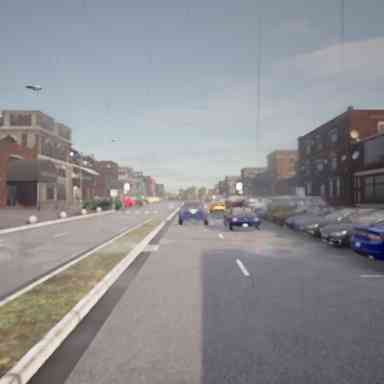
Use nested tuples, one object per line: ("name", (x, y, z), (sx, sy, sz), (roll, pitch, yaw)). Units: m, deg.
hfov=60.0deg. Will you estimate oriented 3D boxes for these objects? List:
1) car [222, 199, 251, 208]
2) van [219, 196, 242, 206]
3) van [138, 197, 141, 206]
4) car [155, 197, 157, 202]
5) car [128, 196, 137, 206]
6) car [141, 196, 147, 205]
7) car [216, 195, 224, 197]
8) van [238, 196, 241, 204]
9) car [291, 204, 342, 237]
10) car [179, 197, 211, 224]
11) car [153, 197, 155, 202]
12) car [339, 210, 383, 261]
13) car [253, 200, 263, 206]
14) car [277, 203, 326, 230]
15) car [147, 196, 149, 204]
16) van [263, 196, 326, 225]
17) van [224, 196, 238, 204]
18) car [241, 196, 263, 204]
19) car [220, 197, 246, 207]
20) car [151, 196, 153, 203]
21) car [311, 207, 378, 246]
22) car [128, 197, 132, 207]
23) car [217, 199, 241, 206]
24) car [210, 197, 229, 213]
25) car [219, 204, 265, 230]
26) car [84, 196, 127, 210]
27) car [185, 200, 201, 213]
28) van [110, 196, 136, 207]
("car", (7.616, 2.001, 57.244), (4.792, 1.488, 2.163), (0, -1, 0))
("van", (7.529, 1.823, 65.521), (4.442, 1.987, 1.878), (0, -1, 0))
("van", (-12.983, 1.822, 65.530), (4.442, 1.987, 1.878), (0, 0, 0))
("car", (-13.000, 2.207, 90.665), (5.366, 1.575, 1.946), (0, 0, 0))
("car", (-12.925, 1.719, 57.194), (5.566, 2.045, 2.435), (0, -1, 0))
("car", (-12.829, 1.819, 68.429), (5.566, 2.045, 2.435), (0, 0, 0))
("car", (7.617, 1.747, 60.004), (5.566, 2.045, 2.435), (0, -1, 0))
("van", (7.527, 1.467, 35.185), (4.442, 1.987, 1.878), (0, -1, 0))
("car", (7.649, 1.504, 15.889), (4.892, 1.521, 2.231), (0, 0, 0))
("car", (0.099, 1.447, 25.408), (2.097, 1.767, 4.553), (0, -1, 0))
("car", (-12.831, 2.172, 85.108), (5.008, 1.535, 2.097), (0, 0, 0))
("car", (7.637, 1.481, 10.377), (5.008, 1.535, 2.097), (0, 0, 0))
("car", (7.646, 1.630, 26.912), (4.674, 1.452, 2.002), (0, -1, 0))
("car", (7.612, 1.549, 18.645), (4.792, 1.488, 2.163), (0, 0, 0))
("car", (-12.668, 2.088, 71.210), (5.366, 1.575, 1.946), (0, 0, 0))
("van", (7.758, 1.335, 24.038), (4.442, 1.987, 1.878), (0, -1, 0))
("van", (7.761, 1.686, 51.729), (4.442, 1.987, 1.878), (0, -1, 0))
("car", (7.614, 1.369, 29.674), (5.566, 2.045, 2.435), (0, -1, 0))
("car", (7.677, 1.899, 62.762), (4.553, 1.767, 2.185), (0, -1, 0))
("car", (-12.838, 2.158, 82.205), (4.892, 1.521, 2.231), (0, 0, 0))
("car", (7.647, 1.491, 13.133), (4.892, 1.521, 2.231), (0, 0, 0))
("car", (-12.881, 1.972, 54.538), (4.792, 1.488, 2.163), (0, -1, 0))
("car", (7.643, 2.112, 68.277), (4.674, 1.452, 2.002), (0, 0, 0))
("car", (3.103, 1.774, 41.095), (1.882, 1.535, 5.008), (0, -1, 0))
("car", (3.102, 1.661, 21.526), (1.895, 1.301, 4.718), (0, 0, 0))
("car", (-12.965, 1.625, 48.858), (5.566, 2.045, 2.435), (0, -1, 0))
("car", (0.104, 1.785, 41.964), (1.882, 1.535, 5.008), (0, -1, 0))
("van", (-12.993, 1.799, 62.876), (4.442, 1.987, 1.878), (0, -1, 0))
